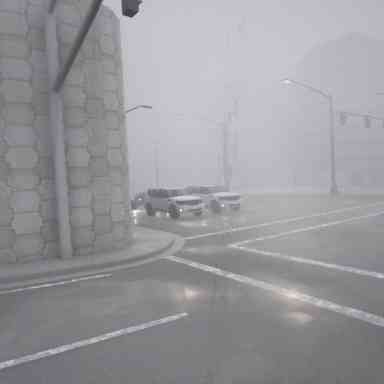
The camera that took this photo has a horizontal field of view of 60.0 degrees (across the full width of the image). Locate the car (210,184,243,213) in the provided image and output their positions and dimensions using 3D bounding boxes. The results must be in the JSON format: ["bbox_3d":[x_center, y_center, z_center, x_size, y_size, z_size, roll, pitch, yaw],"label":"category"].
[{"bbox_3d":[1.418,0.421,25.669,2.150,2.045,5.566,-5,3,-35],"label":"car"}]

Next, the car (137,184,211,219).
[{"bbox_3d":[-1.427,0.658,23.644,2.150,2.045,5.566,-5,3,-35],"label":"car"}]

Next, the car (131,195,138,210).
[{"bbox_3d":[-6.850,0.997,31.344,1.994,1.385,4.181,-5,3,-35],"label":"car"}]

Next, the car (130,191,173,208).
[{"bbox_3d":[-4.200,0.688,33.643,2.128,1.511,4.902,-5,3,-35],"label":"car"}]
